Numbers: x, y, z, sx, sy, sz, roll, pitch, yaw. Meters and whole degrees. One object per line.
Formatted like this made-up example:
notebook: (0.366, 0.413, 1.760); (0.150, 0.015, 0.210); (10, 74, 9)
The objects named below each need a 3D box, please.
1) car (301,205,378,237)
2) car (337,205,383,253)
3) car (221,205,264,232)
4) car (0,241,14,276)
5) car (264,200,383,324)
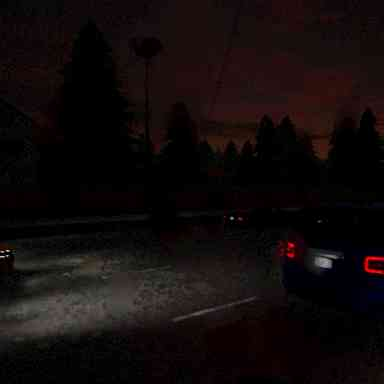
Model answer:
car: (8.120, 1.478, 18.155); (4.181, 1.385, 1.994); (0, 0, -36)
car: (8.441, 1.402, 14.082); (5.008, 1.535, 1.882); (0, 0, -36)
car: (4.226, 1.473, 19.674); (5.357, 1.411, 2.033); (0, 0, -36)
car: (-6.820, 1.484, 7.479); (5.008, 1.535, 1.882); (0, 0, -36)
car: (4.244, 1.185, 6.781); (5.566, 2.045, 2.150); (0, 0, -36)
